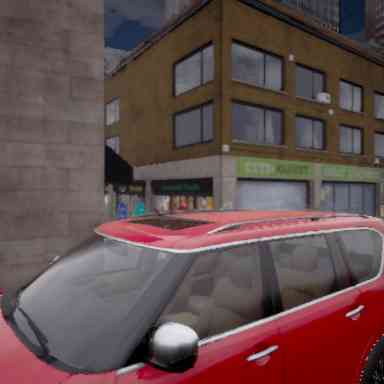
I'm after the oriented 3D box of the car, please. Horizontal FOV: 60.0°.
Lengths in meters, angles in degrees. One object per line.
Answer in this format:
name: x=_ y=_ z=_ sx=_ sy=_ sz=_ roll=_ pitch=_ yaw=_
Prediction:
car: x=-0.068 y=1.230 z=3.022 sx=5.566 sy=2.045 sz=2.150 roll=1 pitch=0 yaw=-36
